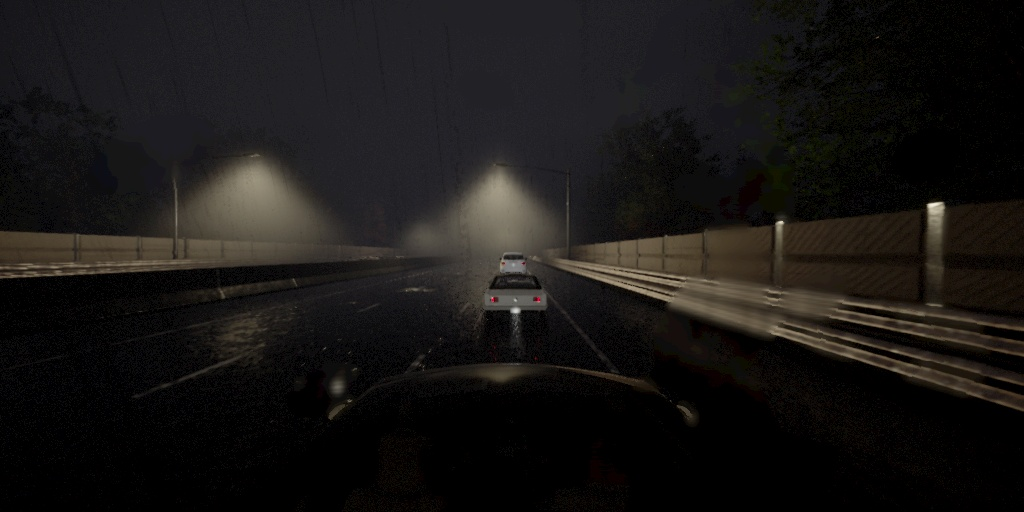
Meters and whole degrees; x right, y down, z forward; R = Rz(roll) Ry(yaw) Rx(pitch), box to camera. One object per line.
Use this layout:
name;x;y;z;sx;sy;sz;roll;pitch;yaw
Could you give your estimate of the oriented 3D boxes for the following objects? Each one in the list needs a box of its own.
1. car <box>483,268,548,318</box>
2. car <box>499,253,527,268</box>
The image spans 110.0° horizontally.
car;0.107;1.256;12.465;1.895;1.301;4.718;0;0;0
car;0.115;0.723;30.435;2.150;2.045;5.566;0;0;0
